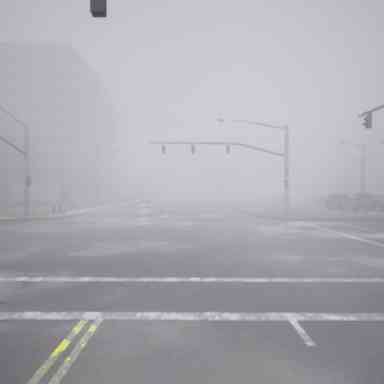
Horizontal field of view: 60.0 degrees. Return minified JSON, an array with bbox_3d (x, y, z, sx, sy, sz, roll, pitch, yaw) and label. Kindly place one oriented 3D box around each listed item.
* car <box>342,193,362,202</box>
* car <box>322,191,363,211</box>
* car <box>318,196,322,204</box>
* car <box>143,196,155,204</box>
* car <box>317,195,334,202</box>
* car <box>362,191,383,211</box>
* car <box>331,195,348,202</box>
[{"bbox_3d":[33.473,1.089,69.574,1.932,1.855,4.605,0,0,0],"label":"car"},{"bbox_3d":[16.632,1.119,36.955,1.932,1.855,4.605,0,0,0],"label":"car"},{"bbox_3d":[22.176,1.345,54.386,1.970,1.475,3.806,0,0,0],"label":"car"},{"bbox_3d":[-8.088,1.474,62.230,1.812,1.442,4.674,0,0,0],"label":"car"},{"bbox_3d":[27.895,1.331,69.507,1.970,1.475,3.806,0,0,0],"label":"car"},{"bbox_3d":[19.527,1.122,36.910,1.905,1.878,3.866,0,0,0],"label":"car"},{"bbox_3d":[30.790,1.299,69.515,1.784,1.438,3.905,0,0,0],"label":"car"}]
